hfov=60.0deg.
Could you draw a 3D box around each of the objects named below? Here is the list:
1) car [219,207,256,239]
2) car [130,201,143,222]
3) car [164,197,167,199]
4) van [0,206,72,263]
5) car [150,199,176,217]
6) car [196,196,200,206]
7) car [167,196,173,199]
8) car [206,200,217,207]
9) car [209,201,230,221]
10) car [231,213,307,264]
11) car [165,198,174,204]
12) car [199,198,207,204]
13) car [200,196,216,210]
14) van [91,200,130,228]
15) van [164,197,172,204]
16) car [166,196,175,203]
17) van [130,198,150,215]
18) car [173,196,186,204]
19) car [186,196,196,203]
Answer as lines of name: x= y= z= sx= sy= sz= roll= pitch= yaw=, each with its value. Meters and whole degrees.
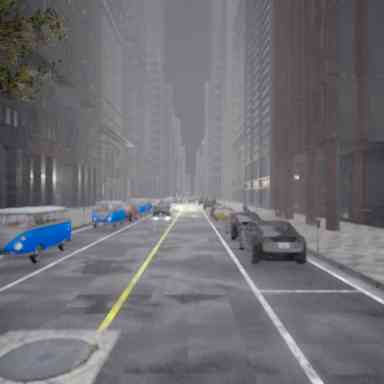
car: x=2.760 y=1.704 z=17.672 sx=1.947 sy=1.339 sz=4.313 roll=0 pitch=0 yaw=0
car: x=-5.767 y=1.771 z=28.900 sx=1.887 sy=1.381 sz=4.507 roll=0 pitch=0 yaw=0
car: x=-5.772 y=1.980 z=56.821 sx=1.752 sy=1.417 sz=4.829 roll=0 pitch=0 yaw=0
van: x=-5.764 y=1.435 z=12.047 sx=1.690 sy=1.788 sz=3.998 roll=0 pitch=0 yaw=0
car: x=-3.104 y=1.828 z=35.625 sx=2.033 sy=1.411 sz=5.357 roll=0 pitch=0 yaw=0
car: x=2.383 y=1.767 z=66.639 sx=2.150 sy=2.045 sz=5.566 roll=0 pitch=0 yaw=0
car: x=-5.774 y=2.145 z=73.845 sx=1.887 sy=1.381 sz=4.507 roll=0 pitch=0 yaw=0
car: x=2.757 y=1.838 z=34.528 sx=1.947 sy=1.339 sz=4.313 roll=0 pitch=0 yaw=0
car: x=2.758 y=1.754 z=29.080 sx=1.752 sy=1.417 sz=4.829 roll=0 pitch=0 yaw=0
car: x=2.761 y=1.660 z=12.054 sx=1.947 sy=1.339 sz=4.313 roll=0 pitch=0 yaw=0
car: x=-5.776 y=2.249 z=85.082 sx=2.008 sy=1.369 sz=4.403 roll=0 pitch=0 yaw=0
car: x=2.749 y=2.225 z=85.265 sx=1.752 sy=1.417 sz=4.829 roll=0 pitch=0 yaw=0
car: x=2.755 y=1.724 z=51.386 sx=2.192 sy=1.841 sz=5.009 roll=0 pitch=0 yaw=0
van: x=-5.766 y=1.523 z=23.284 sx=1.690 sy=1.788 sz=3.998 roll=0 pitch=0 yaw=0
van: x=-5.775 y=1.990 z=79.466 sx=1.690 sy=1.788 sz=3.998 roll=0 pitch=0 yaw=0
car: x=-5.777 y=2.062 z=90.702 sx=2.192 sy=1.841 sz=5.009 roll=0 pitch=0 yaw=0
van: x=-5.767 y=1.613 z=34.520 sx=1.690 sy=1.788 sz=3.998 roll=0 pitch=0 yaw=0
car: x=-3.012 y=2.001 z=76.726 sx=1.812 sy=1.442 sz=4.674 roll=0 pitch=0 yaw=0
car: x=-0.013 y=2.055 z=84.734 sx=1.837 sy=1.490 sz=4.892 roll=0 pitch=0 yaw=0
